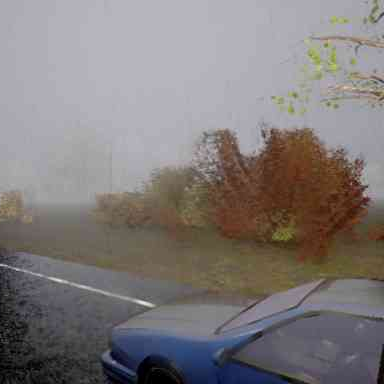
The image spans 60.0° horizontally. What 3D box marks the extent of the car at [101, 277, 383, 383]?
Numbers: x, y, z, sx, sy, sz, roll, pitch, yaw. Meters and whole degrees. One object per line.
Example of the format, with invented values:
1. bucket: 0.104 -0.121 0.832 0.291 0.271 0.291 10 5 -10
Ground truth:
1. car: 1.601 1.549 2.863 5.357 1.411 2.033 0 0 36
